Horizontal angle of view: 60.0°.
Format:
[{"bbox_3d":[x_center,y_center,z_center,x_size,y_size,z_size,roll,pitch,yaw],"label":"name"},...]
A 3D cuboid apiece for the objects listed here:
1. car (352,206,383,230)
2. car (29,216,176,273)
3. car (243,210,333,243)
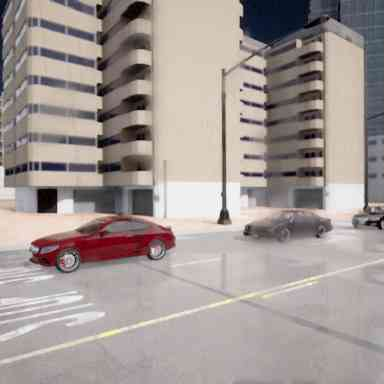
[{"bbox_3d":[12.770,1.708,22.670,4.902,1.511,2.128,1,-1,-38],"label":"car"},{"bbox_3d":[-2.687,1.527,10.778,4.674,1.442,1.812,0,0,-38],"label":"car"},{"bbox_3d":[4.972,1.626,16.681,5.357,1.411,2.033,1,0,-38],"label":"car"}]
